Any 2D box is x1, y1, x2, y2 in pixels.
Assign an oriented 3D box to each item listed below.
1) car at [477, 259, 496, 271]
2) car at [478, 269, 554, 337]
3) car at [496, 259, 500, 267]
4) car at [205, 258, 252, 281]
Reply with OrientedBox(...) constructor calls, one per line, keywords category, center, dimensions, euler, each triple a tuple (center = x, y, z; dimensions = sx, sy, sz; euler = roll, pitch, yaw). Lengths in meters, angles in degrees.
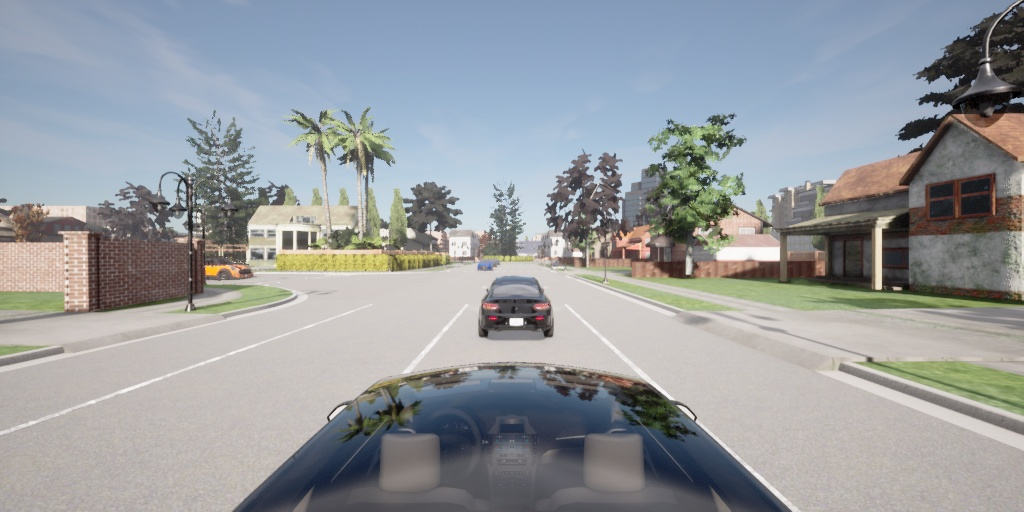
OrientedBox(category="car", center=(-3.619, 1.227, 48.565), dimensions=(1.882, 1.535, 5.008), euler=(0, 0, 0))
OrientedBox(category="car", center=(0.096, 1.276, 10.152), dimensions=(1.812, 1.442, 4.674), euler=(0, 0, 0))
OrientedBox(category="car", center=(-3.603, 1.274, 62.204), dimensions=(1.812, 1.442, 4.674), euler=(0, 0, 0))
OrientedBox(category="car", center=(-22.577, 0.933, 27.436), dimensions=(4.553, 1.767, 2.097), euler=(0, 0, 0))
